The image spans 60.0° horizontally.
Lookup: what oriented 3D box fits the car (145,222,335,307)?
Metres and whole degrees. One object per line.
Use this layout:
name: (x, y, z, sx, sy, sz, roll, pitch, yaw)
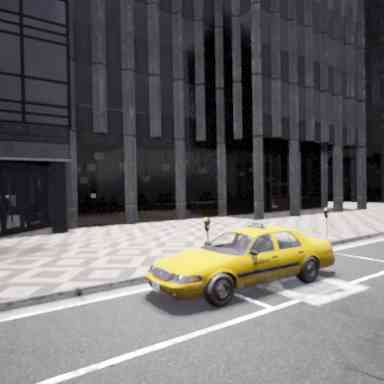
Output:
car: (1.309, 1.412, 7.663, 4.829, 1.417, 1.752, -1, 0, -34)
